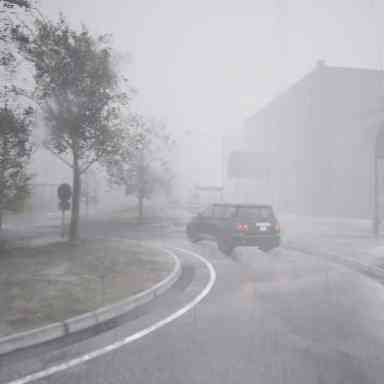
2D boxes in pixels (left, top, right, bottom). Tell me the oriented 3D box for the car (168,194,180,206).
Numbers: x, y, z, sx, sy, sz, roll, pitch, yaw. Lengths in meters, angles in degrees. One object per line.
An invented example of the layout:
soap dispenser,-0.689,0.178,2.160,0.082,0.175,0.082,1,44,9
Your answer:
car,-2.903,1.321,52.451,2.128,1.511,4.902,1,1,-4

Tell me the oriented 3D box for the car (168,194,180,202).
car,-3.760,1.170,69.314,2.128,1.511,4.902,1,0,0

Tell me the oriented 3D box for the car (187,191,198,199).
car,-0.240,1.104,88.124,2.097,1.535,5.008,0,0,3

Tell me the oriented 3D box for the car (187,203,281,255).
car,1.653,1.499,14.985,2.150,2.045,5.566,2,-1,-22
